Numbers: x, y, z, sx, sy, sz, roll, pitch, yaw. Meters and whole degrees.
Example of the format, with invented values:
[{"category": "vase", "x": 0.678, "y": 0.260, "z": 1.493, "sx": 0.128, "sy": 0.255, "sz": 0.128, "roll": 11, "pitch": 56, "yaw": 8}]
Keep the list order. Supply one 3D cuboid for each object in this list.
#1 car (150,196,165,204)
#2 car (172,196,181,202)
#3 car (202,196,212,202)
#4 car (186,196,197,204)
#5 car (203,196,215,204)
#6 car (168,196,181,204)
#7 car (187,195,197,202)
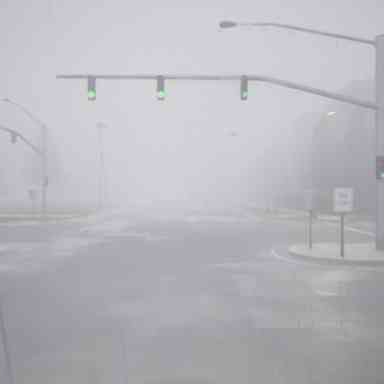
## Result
[{"category": "car", "x": -7.037, "y": 1.686, "z": 65.930, "sx": 1.895, "sy": 1.301, "sz": 4.718, "roll": 0, "pitch": 0, "yaw": 0}, {"category": "car", "x": -3.544, "y": 1.614, "z": 75.933, "sx": 1.895, "sy": 1.301, "sz": 4.718, "roll": 0, "pitch": 0, "yaw": 0}, {"category": "car", "x": 3.456, "y": 1.559, "z": 75.908, "sx": 2.033, "sy": 1.411, "sz": 5.357, "roll": 0, "pitch": 0, "yaw": 0}, {"category": "car", "x": -0.037, "y": 1.577, "z": 65.488, "sx": 2.128, "sy": 1.511, "sz": 4.902, "roll": 0, "pitch": 0, "yaw": 0}, {"category": "car", "x": 3.463, "y": 1.649, "z": 65.907, "sx": 1.994, "sy": 1.385, "sz": 4.181, "roll": 0, "pitch": 0, "yaw": 0}, {"category": "car", "x": -3.537, "y": 1.611, "z": 65.903, "sx": 1.812, "sy": 1.442, "sz": 4.674, "roll": 0, "pitch": 0, "yaw": 0}, {"category": "car", "x": -0.044, "y": 1.544, "z": 75.906, "sx": 2.128, "sy": 1.511, "sz": 4.902, "roll": 0, "pitch": 0, "yaw": 0}]
